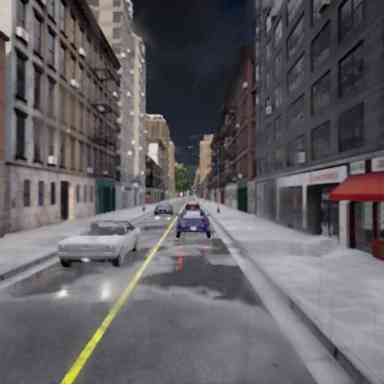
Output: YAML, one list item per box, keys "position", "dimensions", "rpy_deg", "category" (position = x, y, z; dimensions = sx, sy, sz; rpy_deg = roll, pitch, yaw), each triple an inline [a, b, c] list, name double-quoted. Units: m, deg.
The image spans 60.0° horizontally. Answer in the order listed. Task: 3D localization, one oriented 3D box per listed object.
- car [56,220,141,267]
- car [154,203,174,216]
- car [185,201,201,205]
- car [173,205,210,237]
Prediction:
- position: [-3.091, 1.707, 11.944]
  dimensions: [1.895, 1.301, 4.718]
  rpy_deg: [0, -1, 0]
  category: "car"
- position: [-3.045, 1.880, 36.601]
  dimensions: [1.994, 1.385, 4.181]
  rpy_deg: [0, -1, 0]
  category: "car"
- position: [0.075, 1.844, 42.726]
  dimensions: [1.882, 1.535, 5.008]
  rpy_deg: [0, 0, 0]
  category: "car"
- position: [0.080, 1.694, 19.272]
  dimensions: [1.812, 1.442, 4.674]
  rpy_deg: [0, 0, 0]
  category: "car"
